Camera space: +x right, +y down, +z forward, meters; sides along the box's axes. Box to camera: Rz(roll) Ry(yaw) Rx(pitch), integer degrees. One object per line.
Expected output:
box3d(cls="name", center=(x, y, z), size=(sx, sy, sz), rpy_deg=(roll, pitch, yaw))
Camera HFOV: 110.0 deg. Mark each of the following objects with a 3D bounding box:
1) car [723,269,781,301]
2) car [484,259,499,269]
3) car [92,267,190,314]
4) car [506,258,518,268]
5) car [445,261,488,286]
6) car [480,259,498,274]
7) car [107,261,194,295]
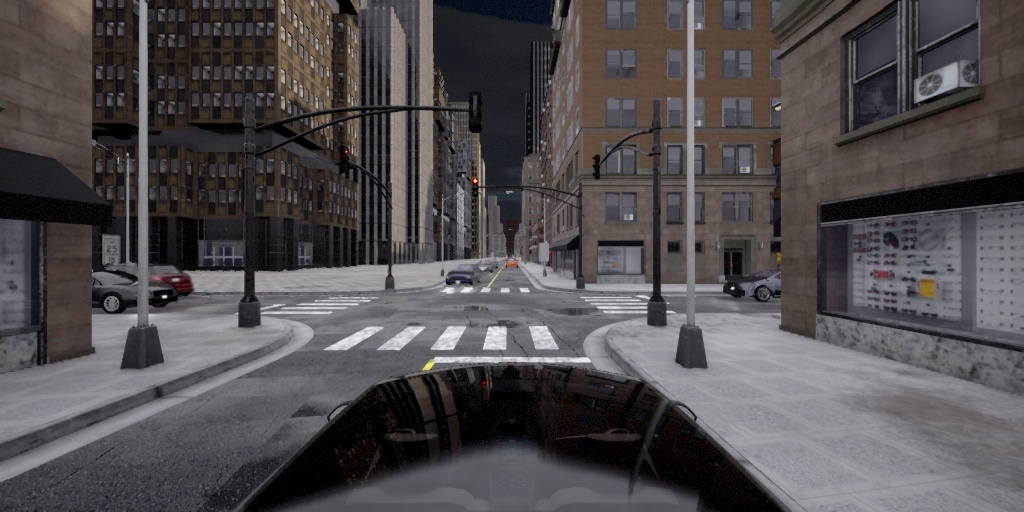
box3d(cls="car", center=(12.222, 1.313, 16.654), size=(4.181, 1.385, 1.994), rpy_deg=(0, 0, -1))
box3d(cls="car", center=(-3.163, 1.241, 56.231), size=(2.128, 1.511, 4.902), rpy_deg=(0, 0, 0))
box3d(cls="car", center=(-15.257, 1.259, 13.222), size=(4.892, 1.490, 1.837), rpy_deg=(0, 0, 0))
box3d(cls="car", center=(-0.015, 1.101, 61.649), size=(2.097, 1.767, 4.553), rpy_deg=(0, 0, 0))
box3d(cls="car", center=(-3.282, 1.298, 25.493), size=(2.033, 1.411, 5.357), rpy_deg=(0, 0, 4))
box3d(cls="car", center=(-3.171, 1.243, 42.207), size=(2.128, 1.511, 4.902), rpy_deg=(0, 0, 0))
box3d(cls="car", center=(-17.465, 1.111, 16.361), size=(4.553, 1.767, 2.097), rpy_deg=(0, 0, 0))
